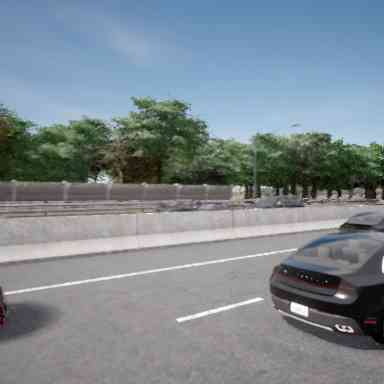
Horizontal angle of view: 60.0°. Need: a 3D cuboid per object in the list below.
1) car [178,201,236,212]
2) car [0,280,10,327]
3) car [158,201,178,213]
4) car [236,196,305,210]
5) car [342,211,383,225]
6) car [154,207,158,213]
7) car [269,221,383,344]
[{"bbox_3d":[1.847,1.611,26.793,5.357,1.411,2.033,0,0,-35],"label":"car"},{"bbox_3d":[-4.944,1.559,4.638,4.181,1.385,1.994,0,0,-35],"label":"car"},{"bbox_3d":[-0.204,1.569,29.625,4.892,1.490,1.837,0,0,-35],"label":"car"},{"bbox_3d":[6.411,1.298,25.736,5.566,2.045,2.150,1,0,-35],"label":"car"},{"bbox_3d":[8.091,1.561,13.933,4.892,1.490,1.837,0,0,-35],"label":"car"},{"bbox_3d":[-1.104,1.617,33.285,5.357,1.411,2.033,0,0,-35],"label":"car"},{"bbox_3d":[3.593,1.531,6.426,4.892,1.490,1.837,0,0,-35],"label":"car"}]
